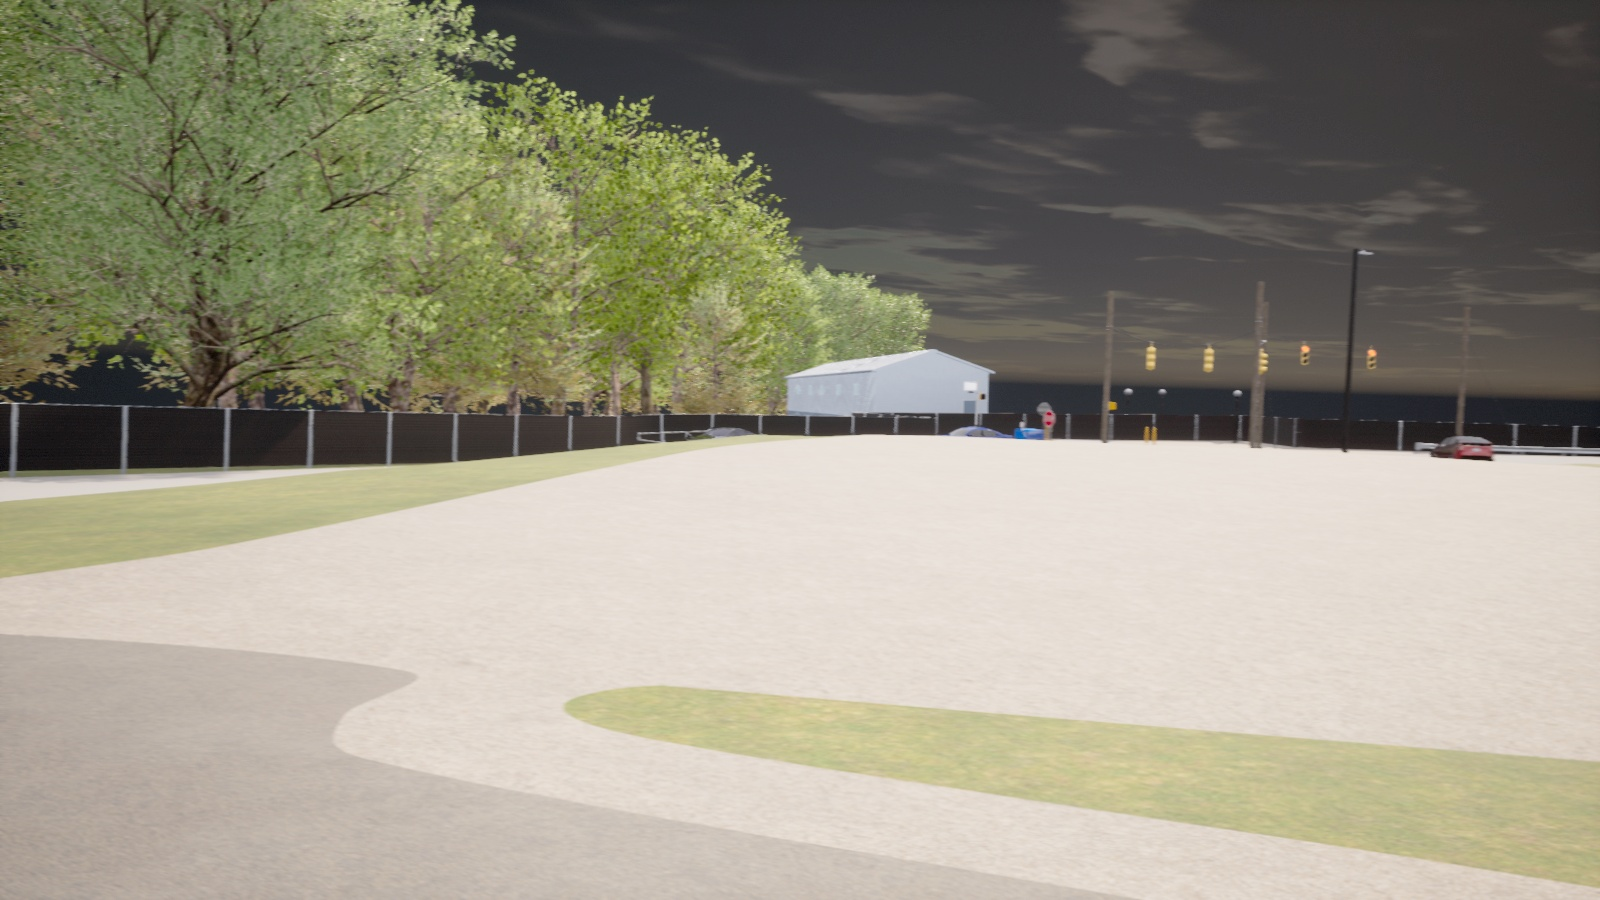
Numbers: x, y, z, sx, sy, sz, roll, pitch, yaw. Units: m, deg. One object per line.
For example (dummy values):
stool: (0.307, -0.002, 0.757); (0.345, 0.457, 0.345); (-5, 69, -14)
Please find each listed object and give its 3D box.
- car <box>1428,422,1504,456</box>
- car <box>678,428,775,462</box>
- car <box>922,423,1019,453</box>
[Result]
car: (31.903, -0.521, 60.289); (2.007, 1.525, 4.514); (1, 1, 11)
car: (-3.320, -0.262, 56.988); (1.994, 1.385, 4.181); (4, 4, 42)
car: (9.208, -0.662, 67.714); (5.008, 1.535, 1.882); (0, 3, -27)
